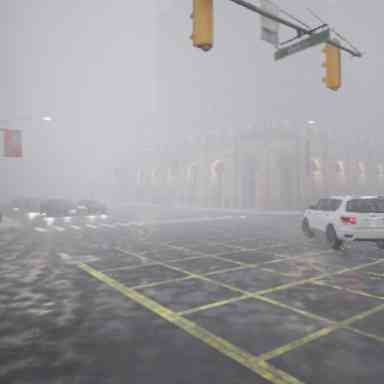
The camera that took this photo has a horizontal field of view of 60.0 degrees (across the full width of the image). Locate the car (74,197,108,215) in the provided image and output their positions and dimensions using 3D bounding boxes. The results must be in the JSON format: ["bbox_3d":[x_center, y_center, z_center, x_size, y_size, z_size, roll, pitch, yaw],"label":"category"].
[{"bbox_3d":[-10.362,1.501,33.821,2.033,1.411,5.357,0,0,-36],"label":"car"}]

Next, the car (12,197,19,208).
[{"bbox_3d":[-24.696,1.492,47.951,1.812,1.442,4.674,0,0,-35],"label":"car"}]

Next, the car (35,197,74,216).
[{"bbox_3d":[-13.228,1.473,31.820,1.837,1.490,4.892,0,0,-36],"label":"car"}]

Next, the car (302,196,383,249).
[{"bbox_3d":[6.504,1.167,14.325,2.150,2.045,5.566,0,0,3],"label":"car"}]

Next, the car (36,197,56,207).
[{"bbox_3d":[-22.204,1.478,50.506,1.812,1.442,4.674,0,0,-35],"label":"car"}]

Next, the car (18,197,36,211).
[{"bbox_3d":[-18.791,1.459,39.571,2.128,1.511,4.902,0,0,-35],"label":"car"}]

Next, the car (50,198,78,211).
[{"bbox_3d":[-16.267,1.501,42.063,2.033,1.411,5.357,0,0,-35],"label":"car"}]

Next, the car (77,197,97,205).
[{"bbox_3d":[-18.160,1.524,57.212,1.895,1.301,4.718,0,0,-35],"label":"car"}]
